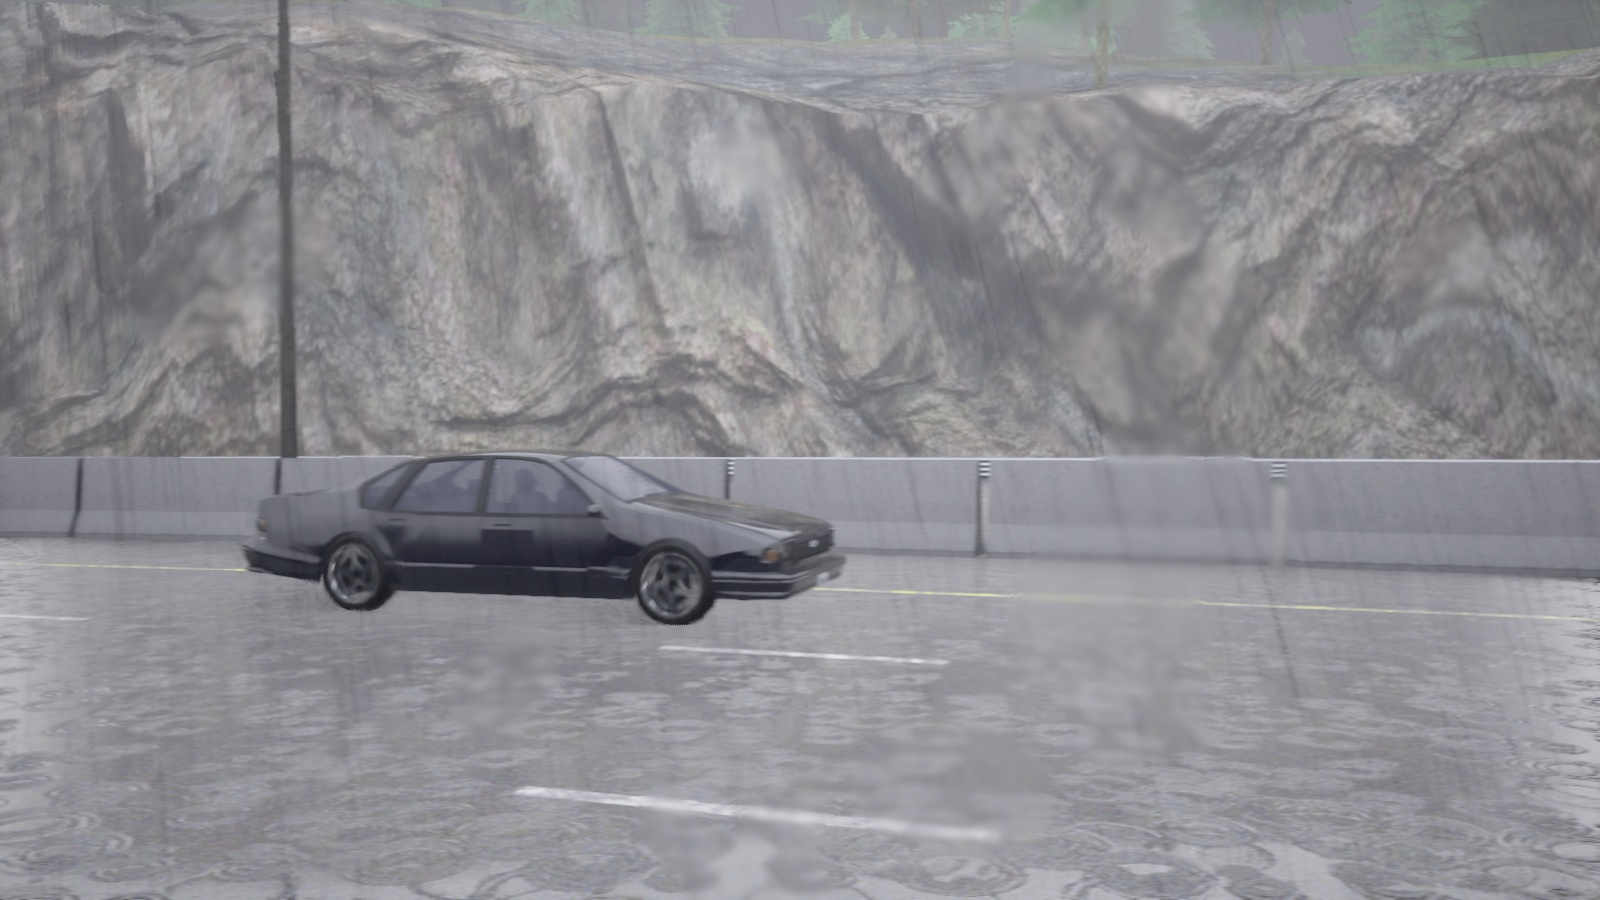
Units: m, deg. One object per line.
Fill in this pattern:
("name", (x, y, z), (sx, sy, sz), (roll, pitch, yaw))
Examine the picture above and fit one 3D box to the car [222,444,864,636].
("car", (-2.278, 0.680, 11.339), (5.357, 1.411, 2.033), (0, 1, 17))
